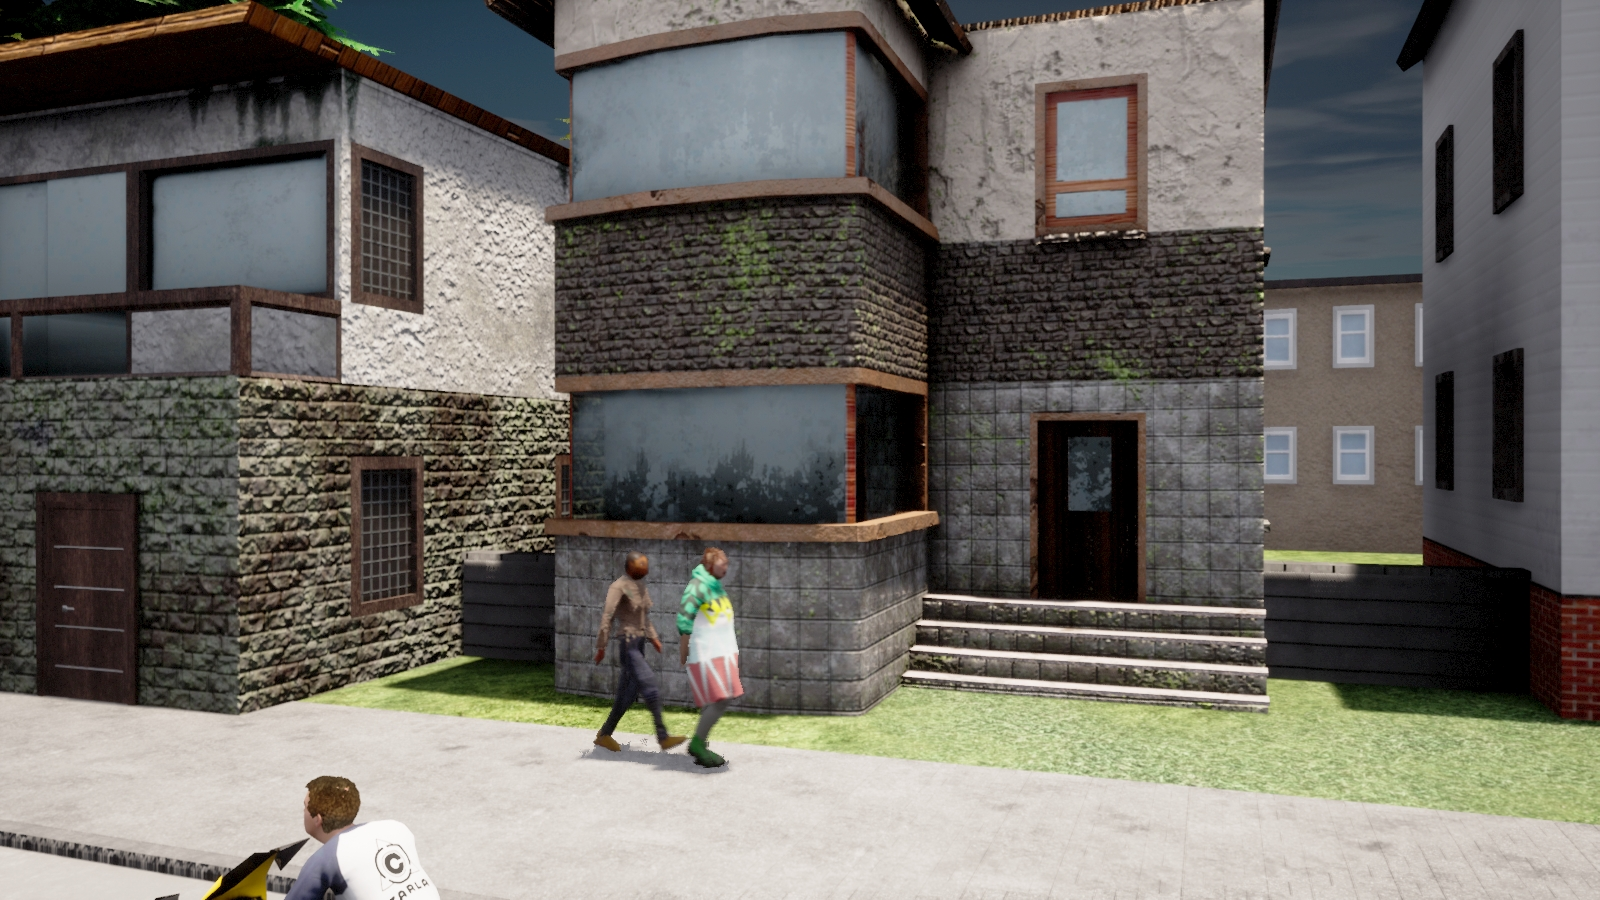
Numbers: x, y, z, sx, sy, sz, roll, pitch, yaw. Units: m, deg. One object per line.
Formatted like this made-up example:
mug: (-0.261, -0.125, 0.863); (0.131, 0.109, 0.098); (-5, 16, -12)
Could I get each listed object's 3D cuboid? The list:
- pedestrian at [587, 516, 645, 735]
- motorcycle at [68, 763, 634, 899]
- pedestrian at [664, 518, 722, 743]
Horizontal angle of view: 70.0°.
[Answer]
pedestrian: (-1.621, 1.526, 10.095); (0.375, 1.860, 0.375); (0, 0, 20)
motorcycle: (-1.742, 1.994, 4.454); (2.033, 1.145, 0.803); (0, 0, 20)
pedestrian: (-0.918, 1.525, 9.823); (0.375, 1.860, 0.375); (0, 0, 18)
